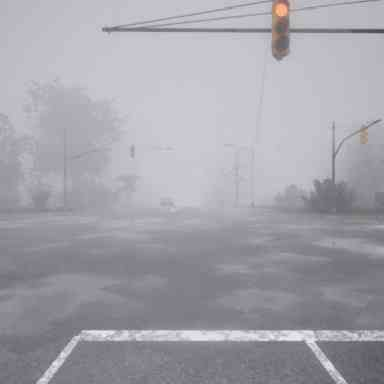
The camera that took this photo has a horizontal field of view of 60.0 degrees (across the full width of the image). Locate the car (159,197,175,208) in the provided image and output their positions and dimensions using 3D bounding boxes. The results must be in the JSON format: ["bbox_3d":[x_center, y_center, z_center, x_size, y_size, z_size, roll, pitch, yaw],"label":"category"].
[{"bbox_3d":[-3.499,1.463,47.255,1.837,1.490,4.892,0,-1,0],"label":"car"}]
